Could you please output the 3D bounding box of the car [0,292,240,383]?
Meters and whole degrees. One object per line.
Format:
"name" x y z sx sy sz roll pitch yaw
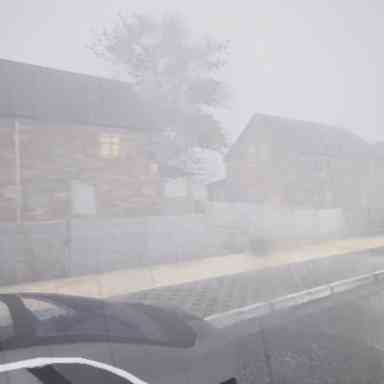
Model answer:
"car" -1.871 1.490 1.726 4.902 1.511 2.128 0 0 -35
